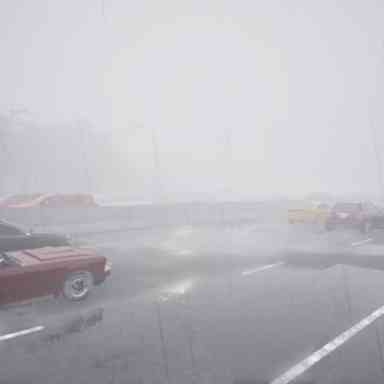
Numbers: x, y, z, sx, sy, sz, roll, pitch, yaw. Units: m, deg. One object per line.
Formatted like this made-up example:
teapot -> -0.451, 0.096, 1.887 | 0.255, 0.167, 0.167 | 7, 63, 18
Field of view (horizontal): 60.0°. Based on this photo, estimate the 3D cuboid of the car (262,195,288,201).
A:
car -> 12.660, 1.188, 50.727 | 5.008, 1.535, 1.882 | 0, 0, -43

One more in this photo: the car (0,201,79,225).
car -> -11.121, 1.415, 23.780 | 5.357, 1.411, 2.033 | 0, 0, -43

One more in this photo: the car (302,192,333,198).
car -> 17.146, 0.972, 45.338 | 5.566, 2.045, 2.150 | 0, 0, -43

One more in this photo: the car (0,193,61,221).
car -> -13.578, 1.077, 26.268 | 5.566, 2.045, 2.150 | 0, 0, -43

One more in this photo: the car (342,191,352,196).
car -> 29.706, 0.792, 61.895 | 5.566, 2.045, 2.150 | -1, 1, -43

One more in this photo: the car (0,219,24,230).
car -> -5.849, 1.449, 9.312 | 4.892, 1.490, 1.837 | 0, 0, -43

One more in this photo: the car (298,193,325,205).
car -> 18.441, 1.038, 51.330 | 4.553, 1.767, 2.097 | -1, 1, -43

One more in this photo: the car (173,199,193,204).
car -> -0.010, 1.422, 38.890 | 4.718, 1.301, 1.895 | 0, 0, -43

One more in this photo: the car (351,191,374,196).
car -> 29.784, 0.958, 57.176 | 4.553, 1.767, 2.097 | 0, 1, -43

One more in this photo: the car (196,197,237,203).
car -> 2.911, 1.385, 32.044 | 4.674, 1.442, 1.812 | 0, 0, -43

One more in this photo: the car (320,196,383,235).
car -> 9.387, 1.285, 18.671 | 4.553, 1.767, 2.097 | 0, 0, -43

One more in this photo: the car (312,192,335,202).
car -> 24.486, 0.929, 61.793 | 4.553, 1.767, 2.097 | 0, 1, -43

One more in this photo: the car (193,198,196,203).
car -> 2.891, 1.314, 36.806 | 5.008, 1.535, 1.882 | 0, 0, -43

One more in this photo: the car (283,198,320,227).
car -> 8.362, 1.391, 22.501 | 5.008, 1.535, 1.882 | 0, 0, -43

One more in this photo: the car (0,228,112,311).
car -> -3.987, 1.563, 6.267 | 4.718, 1.301, 1.895 | 0, 0, -43

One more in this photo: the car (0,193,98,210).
car -> -8.754, 1.106, 21.201 | 5.566, 2.045, 2.150 | 0, 0, -43
